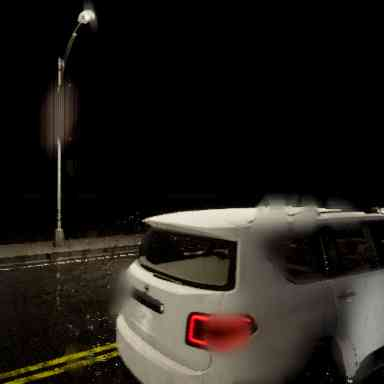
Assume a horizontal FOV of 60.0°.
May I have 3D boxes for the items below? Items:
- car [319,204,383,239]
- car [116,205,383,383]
[{"bbox_3d":[9.323,1.500,18.166,4.902,1.511,2.128,0,0,-35],"label":"car"},{"bbox_3d":[1.749,1.224,4.644,5.566,2.045,2.150,0,0,-35],"label":"car"}]
